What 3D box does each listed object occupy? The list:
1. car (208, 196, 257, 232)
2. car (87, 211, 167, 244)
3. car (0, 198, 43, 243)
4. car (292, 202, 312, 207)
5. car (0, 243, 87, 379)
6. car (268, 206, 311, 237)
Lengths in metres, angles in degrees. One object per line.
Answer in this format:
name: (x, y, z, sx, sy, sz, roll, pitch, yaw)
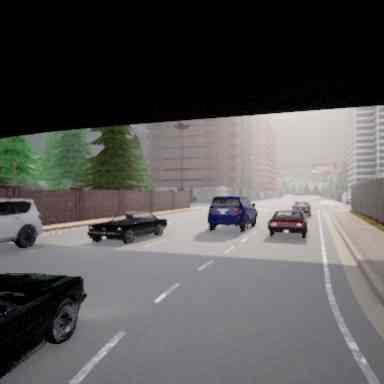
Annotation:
car: (2.691, 1.287, 21.158, 2.150, 2.045, 5.566, 0, -1, 21)
car: (-2.990, 1.651, 16.294, 1.895, 1.301, 4.718, 0, 0, 21)
car: (-8.102, 1.256, 12.292, 2.150, 2.045, 5.566, 0, 0, 17)
car: (10.988, 1.660, 33.454, 2.033, 1.411, 5.357, 0, 0, 20)
car: (-2.999, 1.610, 3.610, 1.895, 1.301, 4.718, 0, 0, 9)
car: (5.468, 1.663, 18.594, 1.895, 1.301, 4.718, 0, 0, 20)
